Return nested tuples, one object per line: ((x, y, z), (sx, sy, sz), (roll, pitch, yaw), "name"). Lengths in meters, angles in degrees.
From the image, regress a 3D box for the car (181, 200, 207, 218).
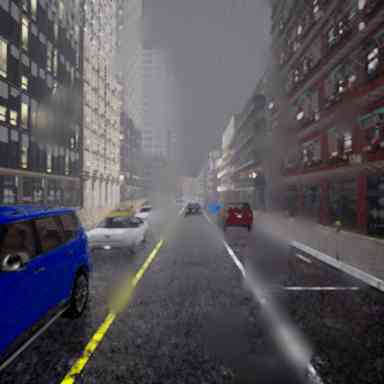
((0.168, 1.841, 34.111), (2.033, 1.411, 5.357), (0, 0, 0), "car")

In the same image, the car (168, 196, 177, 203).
((-5.499, 2.146, 93.764), (2.192, 1.841, 5.009), (0, -1, 0), "car")

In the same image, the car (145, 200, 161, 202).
((-5.602, 1.816, 43.806), (1.967, 1.590, 4.097), (0, -1, 0), "car")

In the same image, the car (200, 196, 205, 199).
((2.789, 1.745, 49.342), (2.192, 1.841, 5.009), (0, -1, 0), "car")

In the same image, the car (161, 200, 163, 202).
((-5.591, 1.949, 49.186), (1.752, 1.417, 4.829), (0, -1, 0), "car")

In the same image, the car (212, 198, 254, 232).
((2.732, 1.502, 21.589), (2.192, 1.841, 5.009), (0, 0, 0), "car")

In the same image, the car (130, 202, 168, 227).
((-3.037, 1.736, 24.595), (1.812, 1.442, 4.674), (0, 0, 1), "car")

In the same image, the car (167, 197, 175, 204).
((-5.511, 2.219, 88.212), (1.967, 1.590, 4.097), (0, -1, 0), "car")

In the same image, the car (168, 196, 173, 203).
((-5.522, 2.310, 82.660), (1.802, 1.307, 4.206), (0, -1, 0), "car")

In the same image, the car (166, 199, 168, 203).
((-5.579, 2.026, 54.907), (2.008, 1.369, 4.403), (0, -1, 0), "car")

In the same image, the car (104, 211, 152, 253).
((-3.069, 1.723, 14.326), (1.895, 1.301, 4.718), (0, 0, 0), "car")

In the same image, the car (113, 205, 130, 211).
((-5.637, 1.755, 26.984), (1.752, 1.417, 4.829), (0, 0, 0), "car")

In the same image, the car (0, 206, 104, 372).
((-3.100, 1.261, 4.621), (2.150, 2.045, 5.566), (0, 0, 0), "car")

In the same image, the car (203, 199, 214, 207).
((3.133, 2.093, 64.504), (1.812, 1.442, 4.674), (0, -1, 0), "car")

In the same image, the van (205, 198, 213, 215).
((2.767, 1.672, 38.240), (1.690, 1.788, 3.998), (0, -1, 0), "van")

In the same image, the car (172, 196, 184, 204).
((-2.843, 1.985, 76.306), (1.895, 1.301, 4.718), (0, -1, 0), "car")
